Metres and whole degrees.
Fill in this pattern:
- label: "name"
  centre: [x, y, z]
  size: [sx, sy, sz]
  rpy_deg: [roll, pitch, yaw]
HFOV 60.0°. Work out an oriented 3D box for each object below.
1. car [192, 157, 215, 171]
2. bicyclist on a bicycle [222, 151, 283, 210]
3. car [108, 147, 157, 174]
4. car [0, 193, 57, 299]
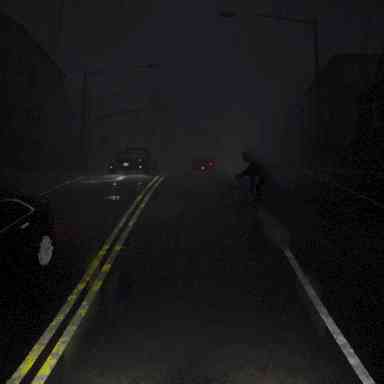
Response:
- label: "car"
  centre: [1.002, -2.305, 28.923]
  size: [1.895, 1.301, 4.718]
  rpy_deg: [0, 2, 3]
- label: "bicyclist on a bicycle"
  centre: [1.645, -0.272, 9.025]
  size: [1.656, 1.620, 0.582]
  rpy_deg: [0, 11, 5]
- label: "car"
  centre: [-3.143, -1.735, 18.122]
  size: [1.994, 1.385, 4.181]
  rpy_deg: [0, 6, 2]
- label: "car"
  centre: [-3.521, 0.961, 4.442]
  size: [1.837, 1.490, 4.892]
  rpy_deg: [0, 13, 1]
